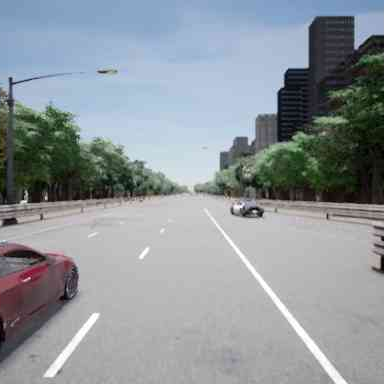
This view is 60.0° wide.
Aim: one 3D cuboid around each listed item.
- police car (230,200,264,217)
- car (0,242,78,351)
[{"bbox_3d":[5.130,1.573,32.011,2.038,1.542,4.974,0,0,-11],"label":"police car"},{"bbox_3d":[-3.402,1.525,5.368,1.812,1.442,4.674,0,0,0],"label":"car"}]
